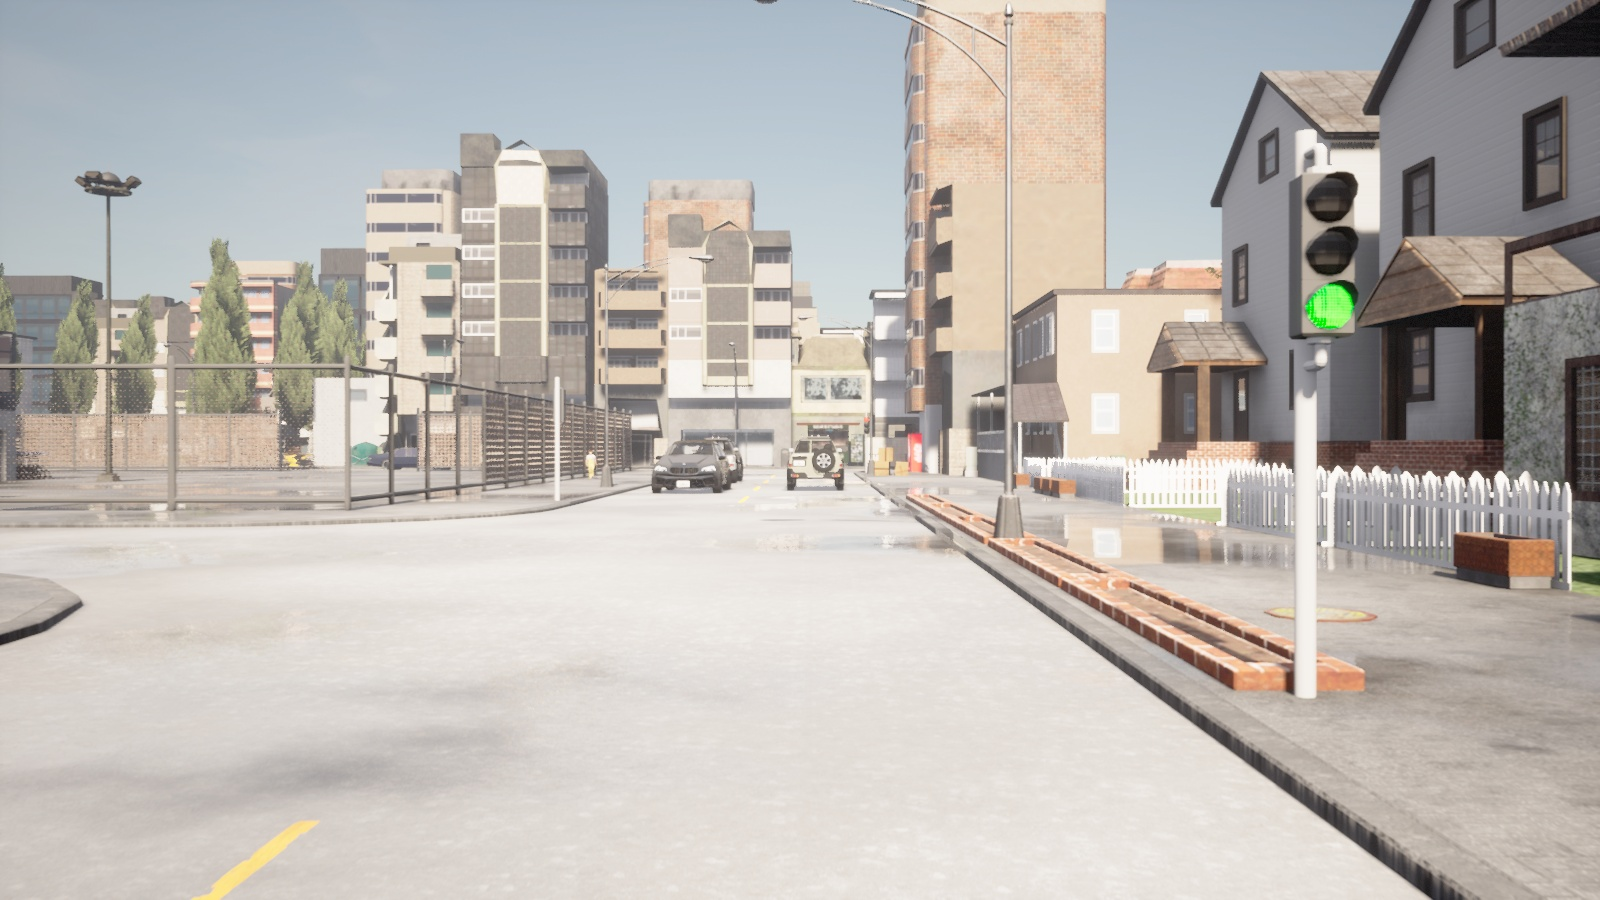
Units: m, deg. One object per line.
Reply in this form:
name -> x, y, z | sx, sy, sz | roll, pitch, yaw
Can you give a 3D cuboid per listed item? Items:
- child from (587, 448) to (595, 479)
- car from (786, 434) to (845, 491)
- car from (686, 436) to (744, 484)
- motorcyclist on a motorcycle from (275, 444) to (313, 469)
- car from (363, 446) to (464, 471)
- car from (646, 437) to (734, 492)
child -> -8.577, 0.538, 51.556 | 0.270, 1.263, 0.437 | 0, 0, -6
car -> 0.523, 0.403, 43.272 | 1.932, 1.855, 4.605 | 0, 0, 1
car -> -3.373, 0.373, 50.552 | 1.932, 1.855, 4.605 | 0, 0, 2
motorcyclist on a motorcycle -> -31.615, 0.409, 78.521 | 2.044, 1.523, 0.797 | -1, 0, 1
car -> -22.852, 0.499, 74.429 | 5.357, 1.411, 2.033 | 0, 0, 1
car -> -3.468, 0.437, 40.577 | 2.242, 1.667, 4.611 | 0, 0, 2
